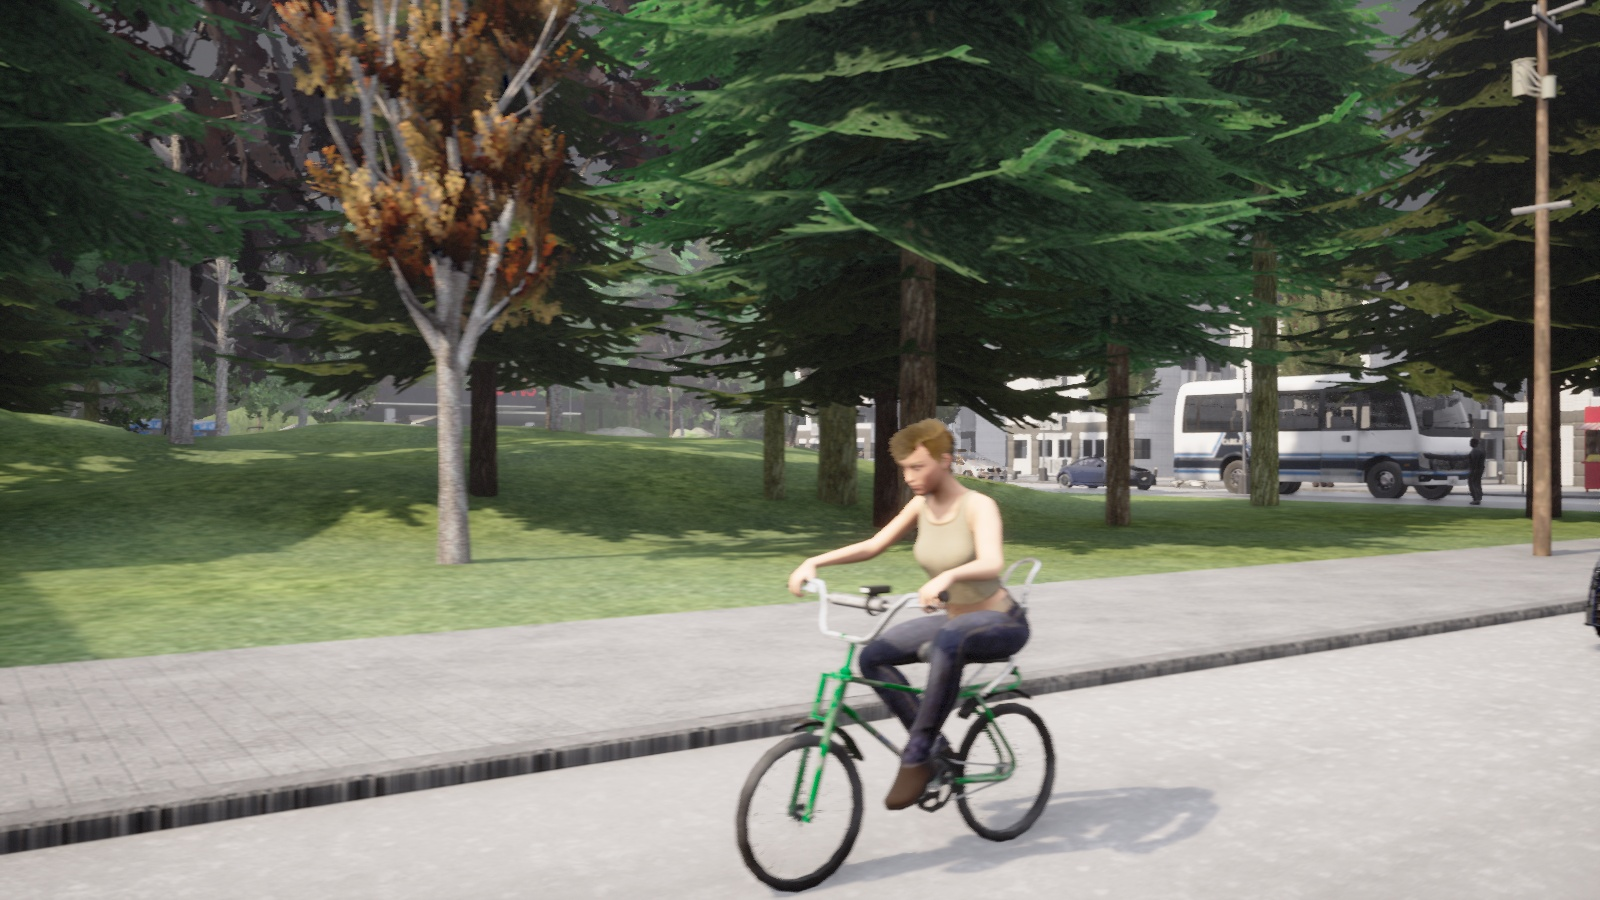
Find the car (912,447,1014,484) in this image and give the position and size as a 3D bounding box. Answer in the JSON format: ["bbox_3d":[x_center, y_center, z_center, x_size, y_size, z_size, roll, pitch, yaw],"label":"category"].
[{"bbox_3d":[7.588,0.718,58.853,2.242,1.667,4.611,0,0,-35],"label":"car"}]

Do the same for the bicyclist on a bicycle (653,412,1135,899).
[{"bbox_3d":[0.351,0.692,4.513,1.509,1.612,0.866,0,0,-35],"label":"bicyclist on a bicycle"}]

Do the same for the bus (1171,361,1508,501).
[{"bbox_3d":[18.293,-0.563,43.566,3.944,4.253,10.273,0,0,-33],"label":"bus"}]

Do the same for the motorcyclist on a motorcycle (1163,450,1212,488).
[{"bbox_3d":[16.398,0.795,53.194,0.866,1.590,1.817,0,0,-35],"label":"motorcyclist on a motorcycle"}]

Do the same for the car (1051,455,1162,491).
[{"bbox_3d":[12.559,0.910,51.695,1.994,1.385,4.181,0,0,-35],"label":"car"}]

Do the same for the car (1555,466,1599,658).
[{"bbox_3d":[7.927,0.816,9.791,4.181,1.385,1.994,0,0,-35],"label":"car"}]

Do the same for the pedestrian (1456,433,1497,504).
[{"bbox_3d":[18.272,0.499,33.924,0.563,1.883,0.849,0,0,-43],"label":"pedestrian"}]
